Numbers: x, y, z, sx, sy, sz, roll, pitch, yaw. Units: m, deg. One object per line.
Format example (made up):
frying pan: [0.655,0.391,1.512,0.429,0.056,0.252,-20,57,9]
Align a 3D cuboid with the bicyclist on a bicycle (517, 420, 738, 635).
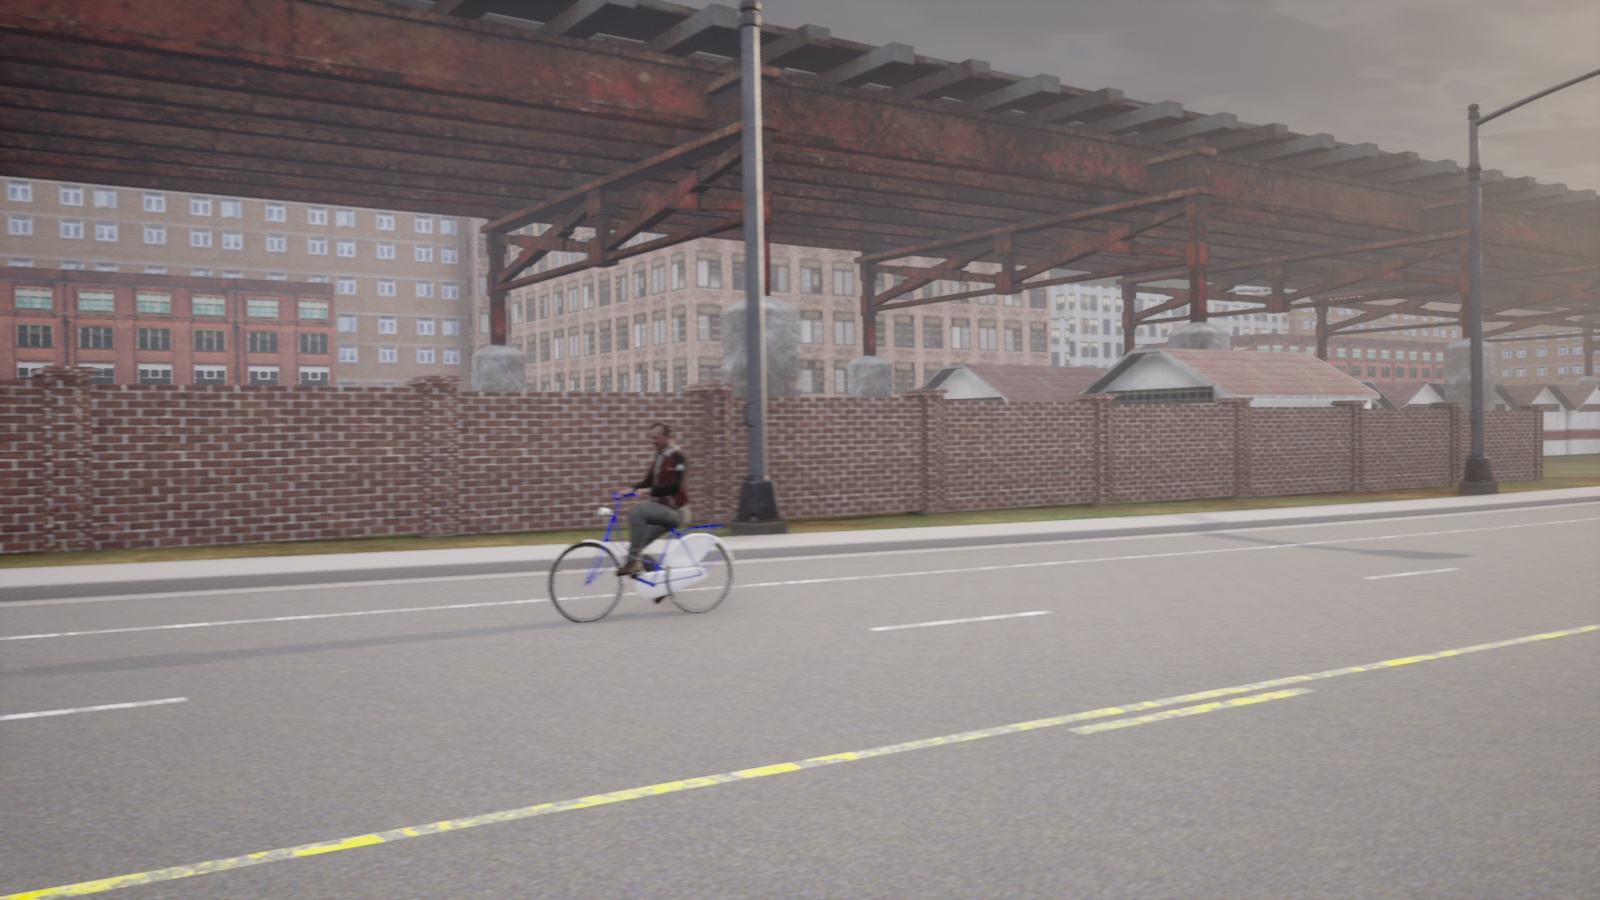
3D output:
bicyclist on a bicycle: [-1.505,0.640,11.141,1.843,1.776,0.659,0,0,-35]
